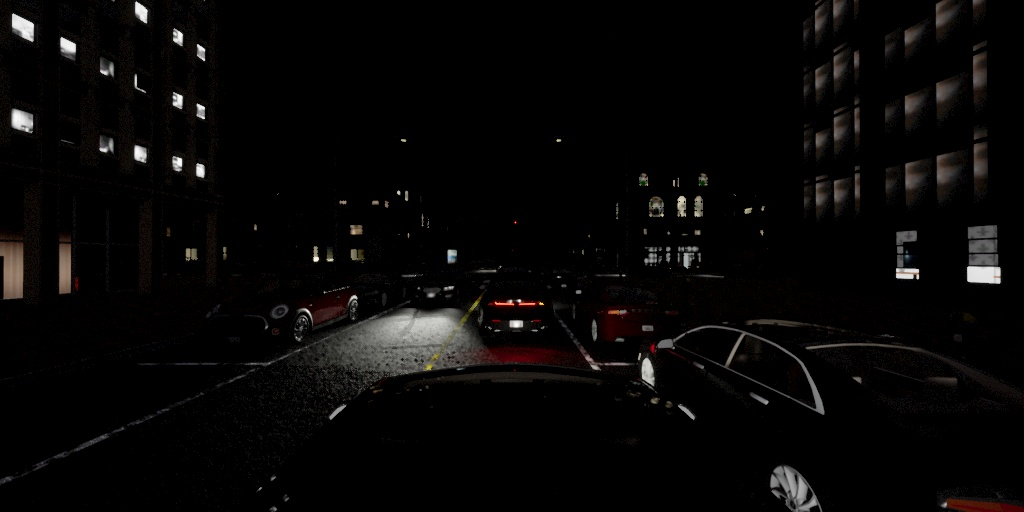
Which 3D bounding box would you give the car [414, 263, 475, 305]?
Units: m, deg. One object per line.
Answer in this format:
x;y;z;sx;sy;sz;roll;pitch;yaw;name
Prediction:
-3.107;1.242;16.227;2.128;1.511;4.902;0;0;0;car

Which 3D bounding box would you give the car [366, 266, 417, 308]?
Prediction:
-5.700;1.301;15.028;2.007;1.370;4.403;0;0;0;car

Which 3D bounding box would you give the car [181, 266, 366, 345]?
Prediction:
-5.696;1.190;9.336;1.967;1.591;4.097;0;0;0;car

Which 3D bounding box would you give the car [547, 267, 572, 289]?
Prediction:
2.676;1.302;20.710;2.007;1.370;4.403;0;0;0;car

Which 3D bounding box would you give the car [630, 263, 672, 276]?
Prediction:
14.782;1.402;38.296;4.181;1.385;1.994;0;0;1;car

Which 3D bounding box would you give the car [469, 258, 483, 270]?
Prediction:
-5.730;1.336;53.106;1.802;1.307;4.207;0;0;0;car

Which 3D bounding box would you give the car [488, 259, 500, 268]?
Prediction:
-3.114;1.260;63.191;1.837;1.490;4.892;0;0;0;car

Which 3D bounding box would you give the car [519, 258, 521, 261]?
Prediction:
2.641;1.337;64.142;1.802;1.307;4.207;0;0;0;car

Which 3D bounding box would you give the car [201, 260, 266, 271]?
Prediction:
-25.440;1.175;33.091;4.403;1.370;2.007;0;0;1;car

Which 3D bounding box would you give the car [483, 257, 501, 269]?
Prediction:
-3.124;1.232;53.781;1.882;1.535;5.008;0;0;1;car

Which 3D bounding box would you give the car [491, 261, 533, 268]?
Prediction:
0.081;1.229;20.531;1.882;1.535;5.008;0;0;2;car

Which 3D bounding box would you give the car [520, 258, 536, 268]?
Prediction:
2.650;1.320;53.100;1.948;1.339;4.313;0;0;0;car

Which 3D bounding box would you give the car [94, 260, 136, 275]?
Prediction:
-36.513;1.129;33.252;4.403;1.370;2.007;0;0;1;car

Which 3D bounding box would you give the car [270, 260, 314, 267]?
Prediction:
-25.485;1.196;41.473;4.829;1.417;1.751;0;0;1;car

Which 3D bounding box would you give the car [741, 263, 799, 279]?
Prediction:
23.618;1.432;32.339;4.207;1.307;1.802;0;0;1;car

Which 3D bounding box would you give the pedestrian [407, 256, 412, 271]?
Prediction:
-12.585;0.883;44.235;0.375;1.860;0.375;0;-1;1;pedestrian

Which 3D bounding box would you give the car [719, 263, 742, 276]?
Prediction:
24.597;1.412;38.156;4.674;1.442;1.812;0;0;1;car

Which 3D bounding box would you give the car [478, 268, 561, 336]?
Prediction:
0.094;1.255;10.342;1.837;1.490;4.892;0;0;0;car

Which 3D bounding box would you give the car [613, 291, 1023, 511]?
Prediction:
2.689;1.301;3.634;2.007;1.370;4.403;0;0;0;car

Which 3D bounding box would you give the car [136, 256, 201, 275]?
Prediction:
-30.976;0.916;33.171;5.009;1.841;2.192;0;0;1;car

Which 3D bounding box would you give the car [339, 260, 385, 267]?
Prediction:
-14.668;1.178;35.657;4.902;1.511;2.128;0;0;-2;car

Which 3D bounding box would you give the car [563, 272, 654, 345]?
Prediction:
2.685;1.295;9.326;1.888;1.381;4.507;0;0;0;car
